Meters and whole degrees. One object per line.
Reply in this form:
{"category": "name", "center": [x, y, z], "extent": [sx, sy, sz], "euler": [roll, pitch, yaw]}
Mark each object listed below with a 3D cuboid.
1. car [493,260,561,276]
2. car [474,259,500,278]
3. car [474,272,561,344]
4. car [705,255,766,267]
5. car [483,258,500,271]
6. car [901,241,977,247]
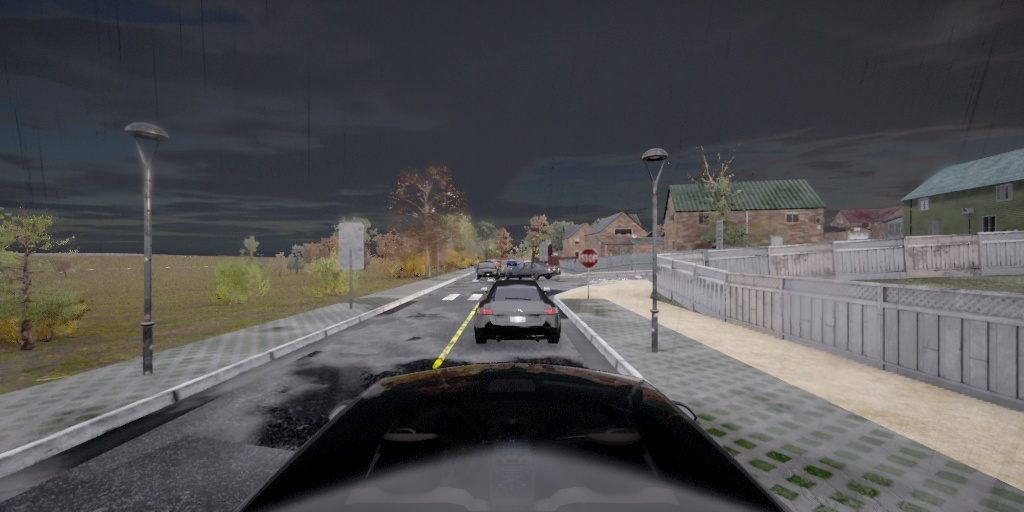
{"category": "car", "center": [1.332, 1.198, 28.621], "extent": [5.357, 1.411, 2.033], "euler": [-4, -3, 43]}
{"category": "car", "center": [-2.256, 1.258, 31.532], "extent": [1.837, 1.490, 4.892], "euler": [0, 0, -8]}
{"category": "car", "center": [0.101, 1.313, 9.606], "extent": [1.994, 1.385, 4.181], "euler": [0, 0, -1]}
{"category": "car", "center": [14.384, 0.413, 22.999], "extent": [4.181, 1.385, 1.994], "euler": [-3, 0, 16]}
{"category": "car", "center": [-2.855, 1.121, 51.350], "extent": [2.097, 1.767, 4.553], "euler": [0, 0, 1]}
{"category": "car", "center": [23.885, -0.208, 20.579], "extent": [4.902, 1.511, 2.128], "euler": [-3, 0, 14]}
